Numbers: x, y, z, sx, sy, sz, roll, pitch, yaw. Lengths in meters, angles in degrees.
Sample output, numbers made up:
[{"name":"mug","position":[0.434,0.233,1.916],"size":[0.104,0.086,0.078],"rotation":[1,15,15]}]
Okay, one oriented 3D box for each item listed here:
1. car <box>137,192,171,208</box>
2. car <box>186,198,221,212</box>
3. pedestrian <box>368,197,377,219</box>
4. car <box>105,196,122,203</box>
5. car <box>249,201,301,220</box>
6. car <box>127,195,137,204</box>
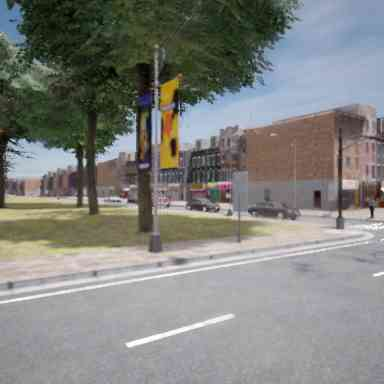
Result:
[{"name":"car","position":[-4.991,1.088,45.497],"size":[2.150,2.045,5.566],"rotation":[0,0,-35]},{"name":"car","position":[1.211,1.448,36.765],"size":[1.837,1.490,4.892],"rotation":[0,0,-35]},{"name":"pedestrian","position":[14.939,1.265,27.580],"size":[0.375,1.860,0.375],"rotation":[1,-1,-35]},{"name":"car","position":[-15.532,1.397,65.356],"size":[1.895,1.301,4.718],"rotation":[0,0,-35]},{"name":"car","position":[7.037,1.539,28.573],"size":[1.837,1.490,4.892],"rotation":[0,0,-35]},{"name":"car","position":[-9.452,1.317,56.826],"size":[2.128,1.511,4.902],"rotation":[0,0,-35]}]
